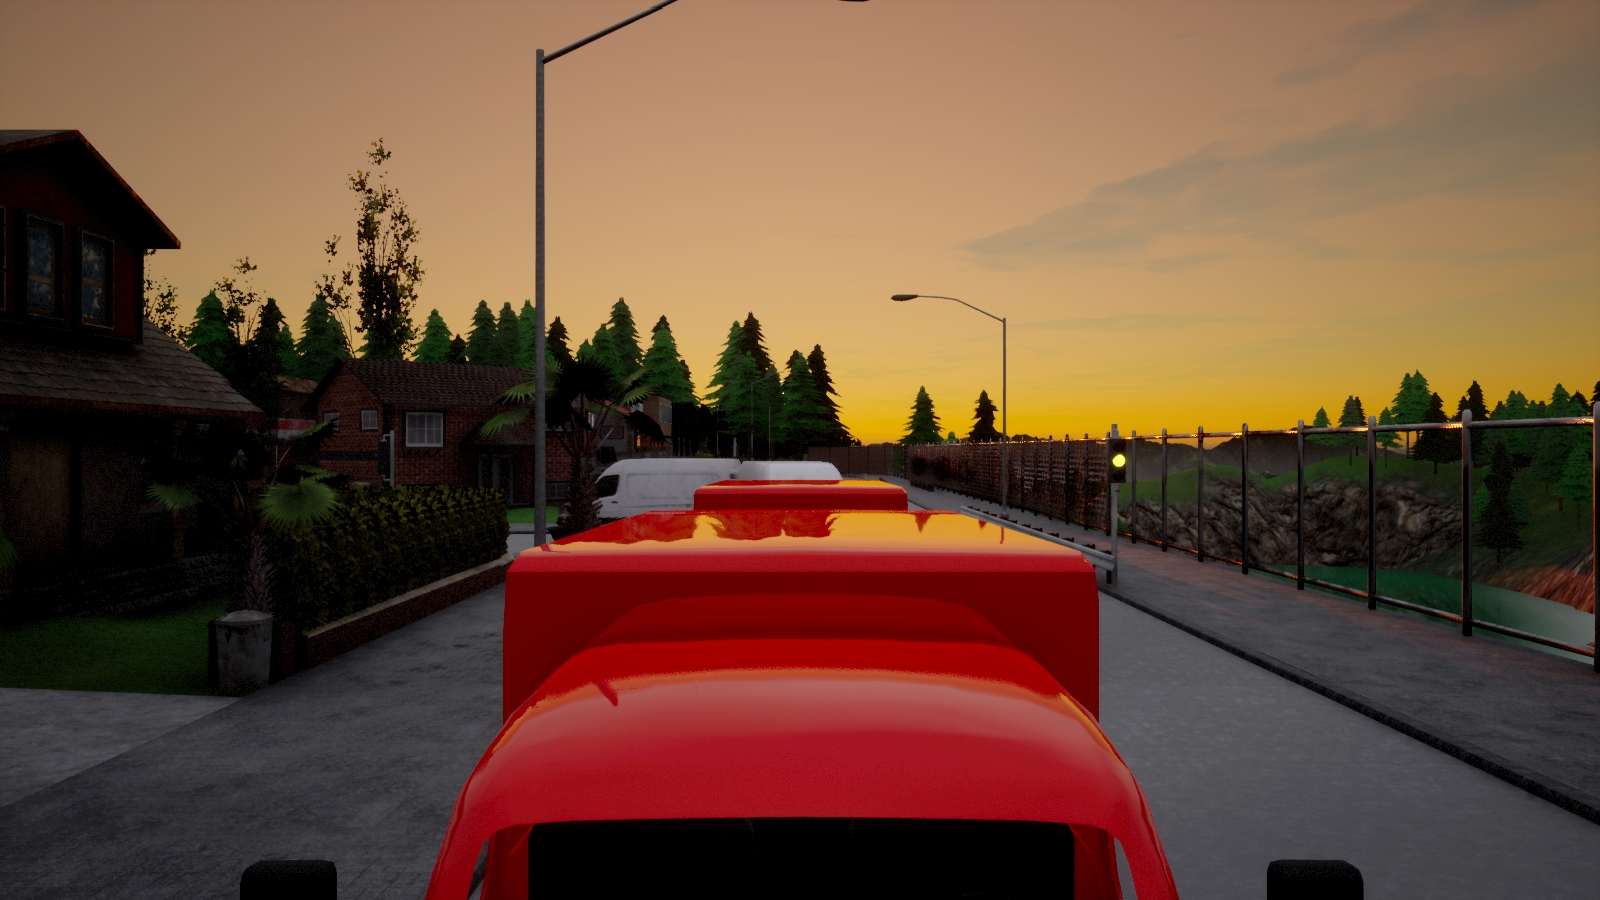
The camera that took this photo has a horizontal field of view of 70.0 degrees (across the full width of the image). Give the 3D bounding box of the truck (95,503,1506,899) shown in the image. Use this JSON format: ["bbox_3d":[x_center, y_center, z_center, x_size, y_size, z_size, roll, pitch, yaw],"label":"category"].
[{"bbox_3d":[-0.001,1.570,4.728,2.627,2.467,5.204,0,0,0],"label":"truck"}]

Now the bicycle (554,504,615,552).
[{"bbox_3d":[-6.027,2.170,32.019,1.487,1.276,0.859,0,0,8],"label":"bicycle"}]

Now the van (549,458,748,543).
[{"bbox_3d":[-4.748,1.548,36.014,5.915,2.561,1.988,0,-1,13],"label":"van"}]
